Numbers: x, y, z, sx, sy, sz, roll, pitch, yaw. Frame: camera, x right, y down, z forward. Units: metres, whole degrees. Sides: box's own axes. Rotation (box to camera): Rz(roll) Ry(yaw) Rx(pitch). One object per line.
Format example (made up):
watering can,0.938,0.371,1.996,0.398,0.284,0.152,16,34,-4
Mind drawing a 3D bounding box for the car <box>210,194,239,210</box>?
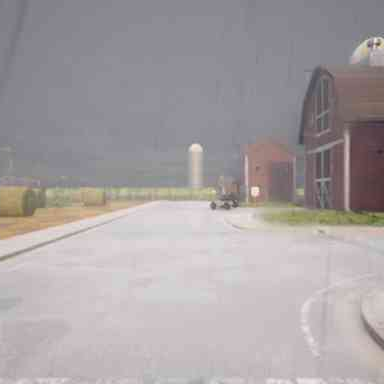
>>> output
car,4.162,1.230,42.744,1.905,1.878,3.866,-8,3,-42
